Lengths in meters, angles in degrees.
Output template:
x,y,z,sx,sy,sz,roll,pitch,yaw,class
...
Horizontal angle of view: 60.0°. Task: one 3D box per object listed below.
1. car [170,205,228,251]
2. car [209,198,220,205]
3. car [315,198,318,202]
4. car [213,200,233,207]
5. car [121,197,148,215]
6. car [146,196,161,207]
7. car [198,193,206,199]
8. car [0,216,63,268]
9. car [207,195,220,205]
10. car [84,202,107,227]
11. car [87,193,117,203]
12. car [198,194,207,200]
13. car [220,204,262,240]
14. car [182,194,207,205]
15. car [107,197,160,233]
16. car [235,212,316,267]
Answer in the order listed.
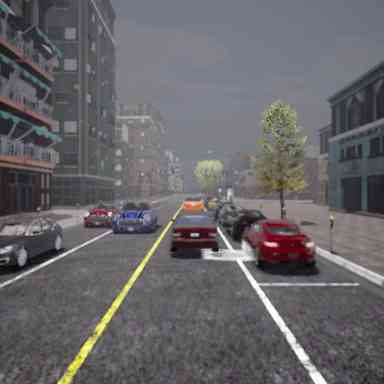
x,y,z,sx,sy,sz,roll,pitch,yaw,class
0.101,1.495,13.789,2.033,1.411,5.357,0,0,0,car
2.702,1.472,27.520,1.947,1.339,4.313,0,0,0,car
26.178,1.468,64.159,4.507,1.381,1.887,0,0,0,car
2.700,1.473,21.981,2.008,1.369,4.403,0,0,0,car
-5.676,1.329,33.064,1.967,1.590,4.097,0,0,0,car
-5.670,1.365,49.513,1.752,1.417,4.829,0,0,0,car
2.728,1.189,93.327,1.967,1.590,4.097,0,0,0,car
-5.685,1.508,10.907,2.008,1.369,4.403,0,0,0,car
2.707,1.398,38.769,1.752,1.417,4.829,0,0,0,car
-5.681,1.362,21.984,1.967,1.590,4.097,0,0,0,car
-17.246,1.061,63.920,5.009,1.841,2.192,0,0,0,car
2.726,1.307,87.630,2.008,1.369,4.403,0,0,0,car
2.697,1.505,16.443,1.947,1.339,4.313,0,0,0,car
0.111,1.241,33.321,2.097,1.767,4.553,0,0,0,car
-3.093,1.283,19.005,2.097,1.767,4.553,0,0,0,car
2.696,1.539,10.903,1.802,1.307,4.206,0,0,0,car
